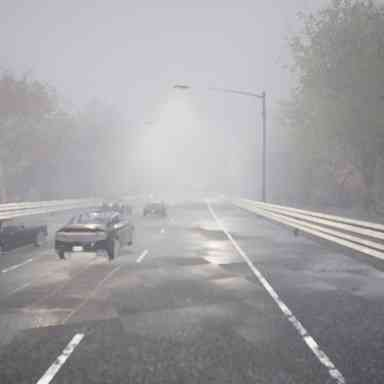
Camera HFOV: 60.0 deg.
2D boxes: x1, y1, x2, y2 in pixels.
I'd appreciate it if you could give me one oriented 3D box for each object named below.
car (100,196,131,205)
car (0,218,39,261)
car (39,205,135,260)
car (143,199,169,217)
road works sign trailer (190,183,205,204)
[{"bbox_3d":[-6.592,1.185,29.178,2.097,1.767,4.553,1,-2,1],"label":"car"},{"bbox_3d":[-6.840,1.553,11.546,1.895,1.301,4.718,0,0,1],"label":"car"},{"bbox_3d":[-3.341,1.442,12.226,2.128,1.511,4.902,0,0,0],"label":"car"},{"bbox_3d":[-3.123,1.364,29.432,2.128,1.511,4.902,0,0,1],"label":"car"},{"bbox_3d":[0.966,0.192,56.683,2.380,3.560,2.880,0,0,3],"label":"road works sign trailer"}]
